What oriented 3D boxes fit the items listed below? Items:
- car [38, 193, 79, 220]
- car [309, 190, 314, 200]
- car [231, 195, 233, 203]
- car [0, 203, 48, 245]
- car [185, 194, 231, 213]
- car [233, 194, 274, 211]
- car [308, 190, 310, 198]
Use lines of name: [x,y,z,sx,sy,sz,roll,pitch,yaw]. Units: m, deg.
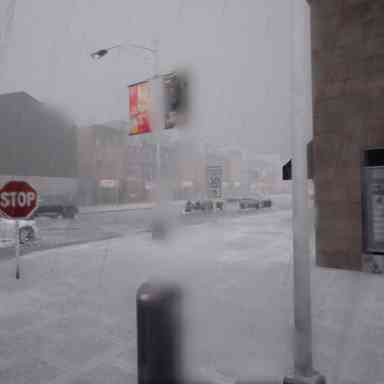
car: [-11.099,1.136,24.660,2.150,2.045,5.566,-2,0,35]
car: [20.641,0.526,52.734,1.882,1.535,5.008,-2,0,35]
car: [4.839,1.115,47.386,1.895,1.301,4.718,-2,0,35]
car: [-7.914,1.328,11.838,1.812,1.442,4.674,-2,0,35]
car: [1.357,0.959,30.793,2.097,1.767,4.553,-2,0,35]
car: [6.341,0.968,32.251,2.128,1.511,4.902,-2,0,35]
car: [20.421,0.391,58.095,2.097,1.767,4.553,-2,0,35]
